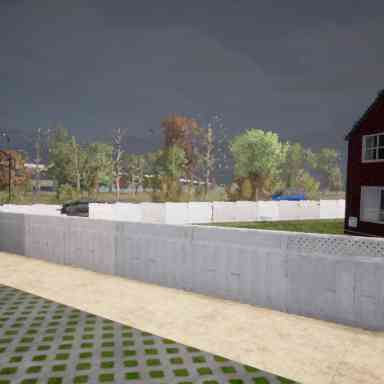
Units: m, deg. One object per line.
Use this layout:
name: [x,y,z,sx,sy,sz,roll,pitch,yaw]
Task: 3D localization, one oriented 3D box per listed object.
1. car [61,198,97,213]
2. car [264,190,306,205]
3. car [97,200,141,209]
car: [-10.622,1.307,32.678,4.181,1.385,1.994,0,2,-18]
car: [11.000,0.819,39.877,5.566,2.045,2.150,0,2,-18]
car: [-5.076,1.434,27.493,4.902,1.511,2.128,0,2,-18]
